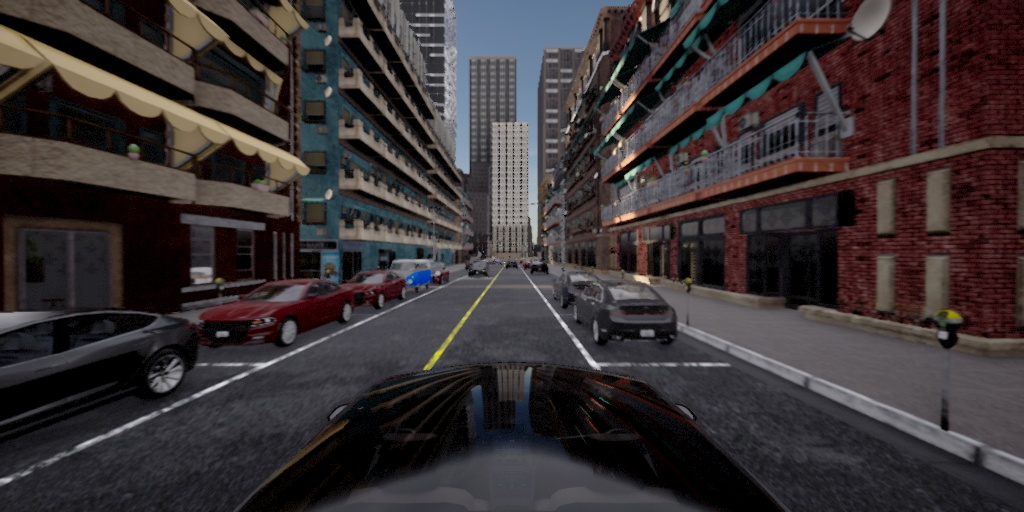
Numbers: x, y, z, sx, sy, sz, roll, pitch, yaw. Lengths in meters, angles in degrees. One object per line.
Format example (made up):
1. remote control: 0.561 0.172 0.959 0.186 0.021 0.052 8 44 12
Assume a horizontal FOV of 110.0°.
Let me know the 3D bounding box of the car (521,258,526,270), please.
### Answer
1. car: 2.680 1.280 53.477 1.888 1.381 4.507 0 0 0

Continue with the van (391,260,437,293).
1. van: -5.695 1.083 20.349 1.690 1.789 3.998 0 0 0

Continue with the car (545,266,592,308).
1. car: 2.687 1.294 14.814 2.007 1.370 4.403 0 0 0

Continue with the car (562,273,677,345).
1. car: 2.688 1.297 9.290 2.007 1.370 4.403 0 0 0

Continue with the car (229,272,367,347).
1. car: -5.693 1.291 9.302 1.888 1.381 4.507 0 0 0

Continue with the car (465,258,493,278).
1. car: -3.098 1.244 34.326 1.837 1.490 4.892 0 0 0

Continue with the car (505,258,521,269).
1. car: -0.007 1.241 54.338 1.837 1.490 4.892 0 0 0

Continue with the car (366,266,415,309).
1. car: -5.694 1.289 14.826 1.888 1.381 4.507 0 0 0

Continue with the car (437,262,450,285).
1. car: -5.696 1.180 25.873 1.967 1.591 4.097 0 0 0

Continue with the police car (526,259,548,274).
1. police car: 2.994 1.162 40.344 1.930 1.638 5.238 0 0 0

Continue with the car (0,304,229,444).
1. car: -5.692 1.315 3.778 1.948 1.339 4.313 0 0 0
